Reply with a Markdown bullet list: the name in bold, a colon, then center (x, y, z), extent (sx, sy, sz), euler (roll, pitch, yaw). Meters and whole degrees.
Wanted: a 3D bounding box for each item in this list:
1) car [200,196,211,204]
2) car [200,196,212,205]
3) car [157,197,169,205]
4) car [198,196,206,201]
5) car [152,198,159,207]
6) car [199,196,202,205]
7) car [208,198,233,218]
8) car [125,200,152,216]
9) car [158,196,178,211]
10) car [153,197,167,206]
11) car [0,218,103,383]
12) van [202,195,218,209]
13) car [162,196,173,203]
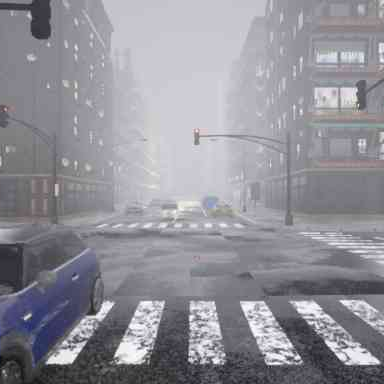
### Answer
- **car**: center (2.585, 1.604, 66.712), extent (2.008, 1.369, 4.403), euler (1, 0, 0)
- **car**: center (2.585, 1.485, 61.056), extent (1.967, 1.590, 4.097), euler (1, 0, 0)
- **car**: center (-5.297, 1.627, 61.002), extent (1.802, 1.307, 4.206), euler (1, 0, 0)
- **car**: center (2.587, 1.627, 83.680), extent (1.887, 1.381, 4.507), euler (1, 0, 0)
- **car**: center (-5.298, 1.613, 49.686), extent (1.802, 1.307, 4.206), euler (1, 0, 0)
- **car**: center (2.585, 1.347, 49.744), extent (2.192, 1.841, 5.009), euler (1, 0, 0)
- **car**: center (2.709, 1.537, 30.256), extent (1.752, 1.417, 4.829), euler (1, 0, 0)
- **car**: center (-5.430, 1.565, 32.713), extent (2.008, 1.369, 4.403), euler (1, 0, 0)
- **car**: center (-2.743, 1.585, 41.819), extent (1.994, 1.385, 4.181), euler (0, 0, 0)
- **car**: center (-5.297, 1.563, 55.174), extent (1.752, 1.417, 4.829), euler (1, 0, 0)
- **car**: center (-2.749, 1.352, 4.482), extent (2.097, 1.767, 4.553), euler (0, 0, 0)
- **van**: center (2.616, 1.366, 44.090), extent (1.690, 1.788, 3.998), euler (1, 0, 0)
- **car**: center (-5.295, 1.612, 72.318), extent (2.008, 1.369, 4.403), euler (1, 0, 0)
